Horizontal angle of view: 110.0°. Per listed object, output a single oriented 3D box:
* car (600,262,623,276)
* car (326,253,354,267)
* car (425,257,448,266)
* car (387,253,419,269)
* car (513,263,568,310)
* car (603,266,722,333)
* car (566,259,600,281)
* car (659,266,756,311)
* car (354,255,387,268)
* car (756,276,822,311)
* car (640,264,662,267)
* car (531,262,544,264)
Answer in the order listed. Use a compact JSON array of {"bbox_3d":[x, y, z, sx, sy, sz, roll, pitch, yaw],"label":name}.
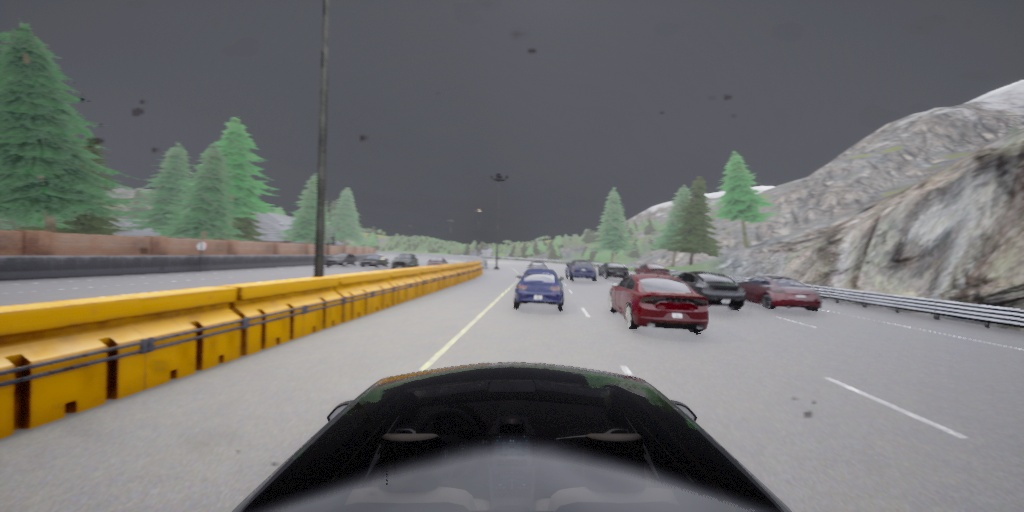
[{"bbox_3d":[9.309,1.328,33.465,1.882,1.535,5.008,2,1,1],"label":"car"},{"bbox_3d":[-18.871,0.442,40.072,1.837,1.490,4.892,2,0,-1],"label":"car"},{"bbox_3d":[-8.397,0.785,40.468,1.812,1.442,4.674,2,0,-2],"label":"car"},{"bbox_3d":[-11.888,0.505,40.074,2.097,1.767,4.553,2,0,-2],"label":"car"},{"bbox_3d":[1.119,1.234,14.507,1.812,1.442,4.674,2,1,6],"label":"car"},{"bbox_3d":[4.328,1.305,11.319,1.882,1.535,5.008,2,1,6],"label":"car"},{"bbox_3d":[5.712,1.109,30.284,2.097,1.767,4.553,2,0,2],"label":"car"},{"bbox_3d":[8.273,1.429,15.863,1.837,1.490,4.892,2,1,5],"label":"car"},{"bbox_3d":[-15.354,0.592,40.334,2.033,1.411,5.357,2,0,-1],"label":"car"},{"bbox_3d":[11.838,1.594,16.454,1.994,1.385,4.181,2,0,5],"label":"car"},{"bbox_3d":[12.805,1.438,33.142,1.882,1.535,5.008,2,1,1],"label":"car"},{"bbox_3d":[2.292,1.201,32.774,1.994,1.385,4.181,2,0,1],"label":"car"}]
